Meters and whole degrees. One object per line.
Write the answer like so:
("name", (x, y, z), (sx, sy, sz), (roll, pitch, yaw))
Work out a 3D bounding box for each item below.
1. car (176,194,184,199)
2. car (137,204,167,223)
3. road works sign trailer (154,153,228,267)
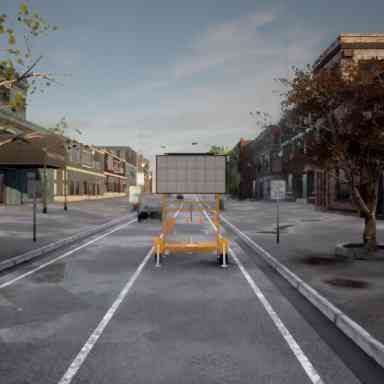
("car", (-3.231, 1.226, 88.552), (1.895, 1.301, 4.718), (0, 1, 0))
("car", (-3.066, 1.604, 25.961), (1.895, 1.301, 4.718), (0, 0, 0))
("road works sign trailer", (-0.028, 0.466, 11.411), (2.380, 3.560, 2.880), (0, 0, 0))
